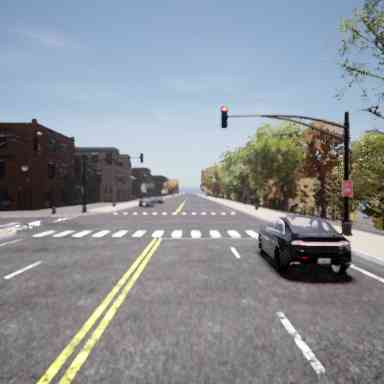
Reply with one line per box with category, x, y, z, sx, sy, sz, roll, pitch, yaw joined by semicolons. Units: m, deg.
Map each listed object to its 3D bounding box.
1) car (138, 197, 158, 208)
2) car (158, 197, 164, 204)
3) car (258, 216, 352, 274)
car;-6.669;1.545;48.935;2.128;1.511;4.902;0;0;0
car;-6.663;1.621;66.741;2.033;1.411;5.357;0;0;0
car;3.331;1.503;10.648;2.128;1.511;4.902;0;0;2
